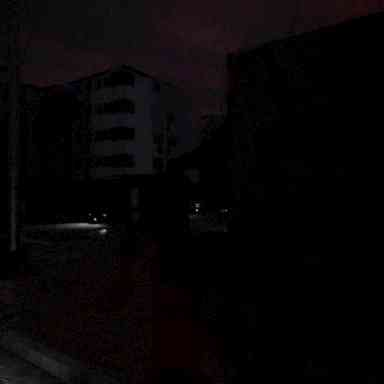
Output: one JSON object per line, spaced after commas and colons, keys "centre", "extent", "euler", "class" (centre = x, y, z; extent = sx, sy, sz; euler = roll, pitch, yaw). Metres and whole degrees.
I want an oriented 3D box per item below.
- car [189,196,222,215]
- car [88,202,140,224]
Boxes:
{"centre": [0.964, 1.217, 32.130], "extent": [2.097, 1.767, 4.553], "euler": [0, 0, 36], "class": "car"}
{"centre": [-4.834, 1.412, 24.061], "extent": [2.033, 1.411, 5.357], "euler": [0, 0, 36], "class": "car"}
